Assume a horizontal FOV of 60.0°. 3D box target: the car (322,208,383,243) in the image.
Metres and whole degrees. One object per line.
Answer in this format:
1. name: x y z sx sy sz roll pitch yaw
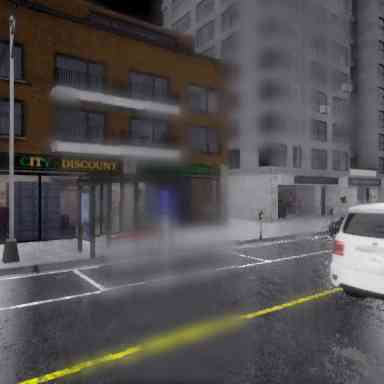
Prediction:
1. car: 8.602 1.566 16.530 4.313 1.339 1.947 0 0 -36

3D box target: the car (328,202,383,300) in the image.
1. car: 5.306 1.223 7.218 5.566 2.045 2.150 0 0 -35
